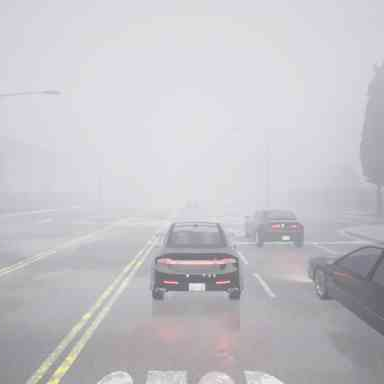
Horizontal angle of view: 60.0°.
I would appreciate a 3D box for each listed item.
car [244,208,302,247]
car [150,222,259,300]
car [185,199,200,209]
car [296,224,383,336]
[{"bbox_3d":[3.575,1.505,15.095,1.837,1.490,4.892,0,0,0],"label":"car"},{"bbox_3d":[0.087,1.492,8.397,2.128,1.511,4.902,0,0,0],"label":"car"},{"bbox_3d":[0.027,1.601,44.145,1.895,1.301,4.718,0,0,0],"label":"car"},{"bbox_3d":[3.591,1.547,5.349,2.033,1.411,5.357,0,0,0],"label":"car"}]
